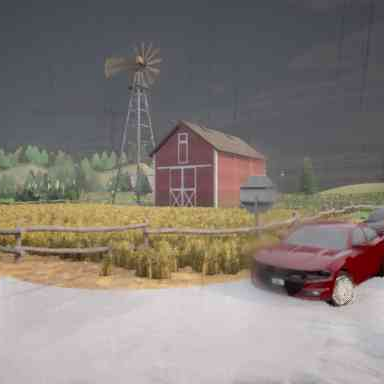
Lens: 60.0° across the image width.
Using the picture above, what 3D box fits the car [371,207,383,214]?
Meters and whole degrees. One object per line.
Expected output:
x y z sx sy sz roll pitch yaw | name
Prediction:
9.092 1.505 15.390 1.837 1.490 4.892 0 0 35 | car

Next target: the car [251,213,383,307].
3.409 1.478 8.272 1.882 1.535 5.008 0 0 44 | car
